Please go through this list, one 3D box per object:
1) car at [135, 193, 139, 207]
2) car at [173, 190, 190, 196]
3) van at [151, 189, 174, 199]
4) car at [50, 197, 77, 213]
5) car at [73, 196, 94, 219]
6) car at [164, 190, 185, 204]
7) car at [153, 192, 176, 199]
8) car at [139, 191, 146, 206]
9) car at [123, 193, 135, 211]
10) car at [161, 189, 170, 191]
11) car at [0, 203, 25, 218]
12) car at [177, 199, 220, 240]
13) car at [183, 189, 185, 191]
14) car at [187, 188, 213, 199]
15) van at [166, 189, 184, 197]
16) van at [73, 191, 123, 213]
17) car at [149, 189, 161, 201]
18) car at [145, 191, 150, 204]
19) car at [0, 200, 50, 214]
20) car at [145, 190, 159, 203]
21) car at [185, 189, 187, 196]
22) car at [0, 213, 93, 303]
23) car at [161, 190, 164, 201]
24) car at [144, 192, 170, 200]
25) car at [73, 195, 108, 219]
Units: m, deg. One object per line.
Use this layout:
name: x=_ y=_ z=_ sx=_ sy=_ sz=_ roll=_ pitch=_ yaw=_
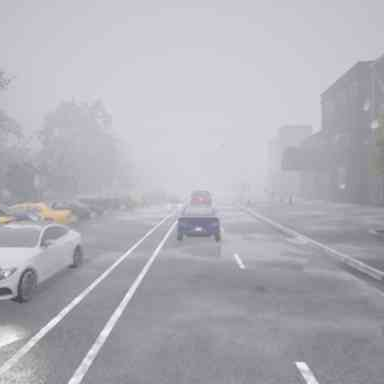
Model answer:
car: x=-8.495 y=0.945 z=36.311 sx=4.553 sy=1.767 sz=2.185 roll=-1 pitch=1 yaw=-17
car: x=-3.123 y=0.261 z=95.430 sx=4.553 sy=1.767 sz=2.185 roll=-1 pitch=1 yaw=-13
van: x=-6.045 y=0.460 z=68.930 sx=4.442 sy=1.987 sz=1.878 roll=-1 pitch=0 yaw=-15
car: x=-9.391 y=1.323 z=18.437 sx=5.366 sy=1.575 sz=1.946 roll=-1 pitch=1 yaw=-19
car: x=-9.122 y=1.280 z=21.465 sx=5.008 sy=1.535 sz=2.097 roll=-1 pitch=1 yaw=-18
car: x=-2.503 y=0.921 z=49.026 sx=1.837 sy=1.490 sz=4.892 roll=0 pitch=1 yaw=4
car: x=-5.864 y=0.698 z=71.855 sx=4.674 sy=1.452 sz=2.002 roll=-1 pitch=1 yaw=-15
car: x=-8.363 y=1.032 z=39.274 sx=5.008 sy=1.535 sz=2.097 roll=-1 pitch=1 yaw=-17
car: x=-8.678 y=1.111 z=33.345 sx=5.008 sy=1.535 sz=2.097 roll=-1 pitch=1 yaw=-18
car: x=-7.214 y=0.564 z=57.047 sx=5.566 sy=2.045 sz=2.435 roll=-1 pitch=1 yaw=-16
car: x=-9.347 y=1.407 z=12.556 sx=5.008 sy=1.535 sz=2.097 roll=-1 pitch=1 yaw=-19
car: x=0.324 y=1.344 z=16.152 sx=1.882 sy=1.535 sz=5.008 roll=0 pitch=1 yaw=1
car: x=-5.123 y=0.569 z=80.635 sx=5.366 sy=1.575 sz=1.946 roll=-1 pitch=1 yaw=-14
car: x=0.994 y=0.820 z=34.706 sx=2.150 sy=2.045 sz=5.566 roll=0 pitch=1 yaw=3
van: x=-4.377 y=0.277 z=86.547 sx=4.442 sy=1.987 sz=1.878 roll=-1 pitch=1 yaw=-13
van: x=-8.917 y=0.929 z=30.329 sx=4.442 sy=1.987 sz=1.878 roll=-1 pitch=1 yaw=-18
car: x=-7.596 y=0.757 z=51.139 sx=4.553 sy=1.767 sz=2.185 roll=-1 pitch=1 yaw=-16
car: x=-8.171 y=1.022 z=42.252 sx=4.792 sy=1.488 sz=2.163 roll=-1 pitch=0 yaw=-17
car: x=-9.320 y=1.240 z=15.521 sx=4.553 sy=1.767 sz=2.185 roll=-1 pitch=1 yaw=-19
car: x=-7.839 y=0.920 z=48.177 sx=4.892 sy=1.521 sz=2.231 roll=-1 pitch=0 yaw=-16
car: x=-4.601 y=0.535 z=83.629 sx=5.008 sy=1.535 sz=2.097 roll=-1 pitch=1 yaw=-14
car: x=-4.170 y=1.492 z=8.254 sx=1.812 sy=1.442 sz=4.674 roll=0 pitch=1 yaw=1
car: x=-7.414 y=0.889 z=54.103 sx=4.674 sy=1.452 sz=2.002 roll=-1 pitch=0 yaw=-16
car: x=-6.693 y=0.790 z=62.983 sx=4.674 sy=1.452 sz=2.002 roll=-1 pitch=0 yaw=-15
car: x=-9.040 y=1.237 z=24.442 sx=5.008 sy=1.535 sz=2.097 roll=-1 pitch=1 yaw=-18
